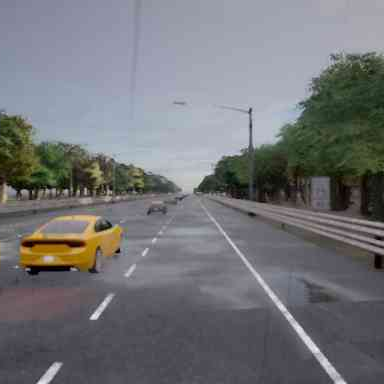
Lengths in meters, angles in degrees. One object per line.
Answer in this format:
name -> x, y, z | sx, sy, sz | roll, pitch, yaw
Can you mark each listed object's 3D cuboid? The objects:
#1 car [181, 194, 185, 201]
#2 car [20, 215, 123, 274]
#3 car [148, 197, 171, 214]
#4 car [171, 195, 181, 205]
car -> -3.432, 1.556, 86.146 | 1.882, 1.535, 5.008 | 0, 0, 0
car -> -3.507, 1.481, 10.619 | 1.882, 1.535, 5.008 | 0, 0, 0
car -> -3.517, 1.538, 34.894 | 1.812, 1.442, 4.674 | 0, 0, 0
car -> -3.512, 1.584, 58.058 | 2.033, 1.411, 5.357 | 0, 0, 0
